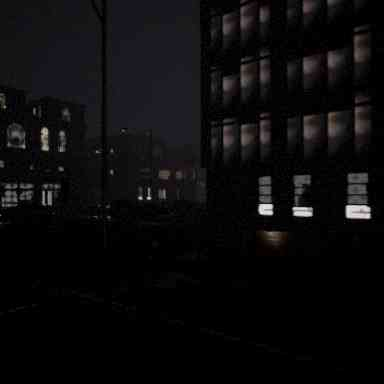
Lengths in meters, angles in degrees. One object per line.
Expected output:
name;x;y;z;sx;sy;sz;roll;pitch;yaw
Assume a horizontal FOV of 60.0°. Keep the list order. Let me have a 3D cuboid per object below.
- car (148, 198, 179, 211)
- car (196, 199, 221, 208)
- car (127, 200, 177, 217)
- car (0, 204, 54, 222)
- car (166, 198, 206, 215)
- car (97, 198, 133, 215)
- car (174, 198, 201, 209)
car;-3.866;1.639;45.142;1.967;1.590;4.097;-1;-1;36
car;2.706;1.799;54.054;1.887;1.381;4.507;-1;-1;36
car;-3.661;1.680;31.236;1.802;1.307;4.206;-1;-1;36
car;-13.642;1.650;27.505;1.994;1.385;4.181;0;0;36
car;-0.406;1.566;35.713;1.967;1.590;4.097;-1;-1;36
car;-7.854;1.485;35.361;2.097;1.767;4.553;0;-1;37
car;-0.580;1.667;49.599;1.967;1.590;4.097;-1;-1;36
